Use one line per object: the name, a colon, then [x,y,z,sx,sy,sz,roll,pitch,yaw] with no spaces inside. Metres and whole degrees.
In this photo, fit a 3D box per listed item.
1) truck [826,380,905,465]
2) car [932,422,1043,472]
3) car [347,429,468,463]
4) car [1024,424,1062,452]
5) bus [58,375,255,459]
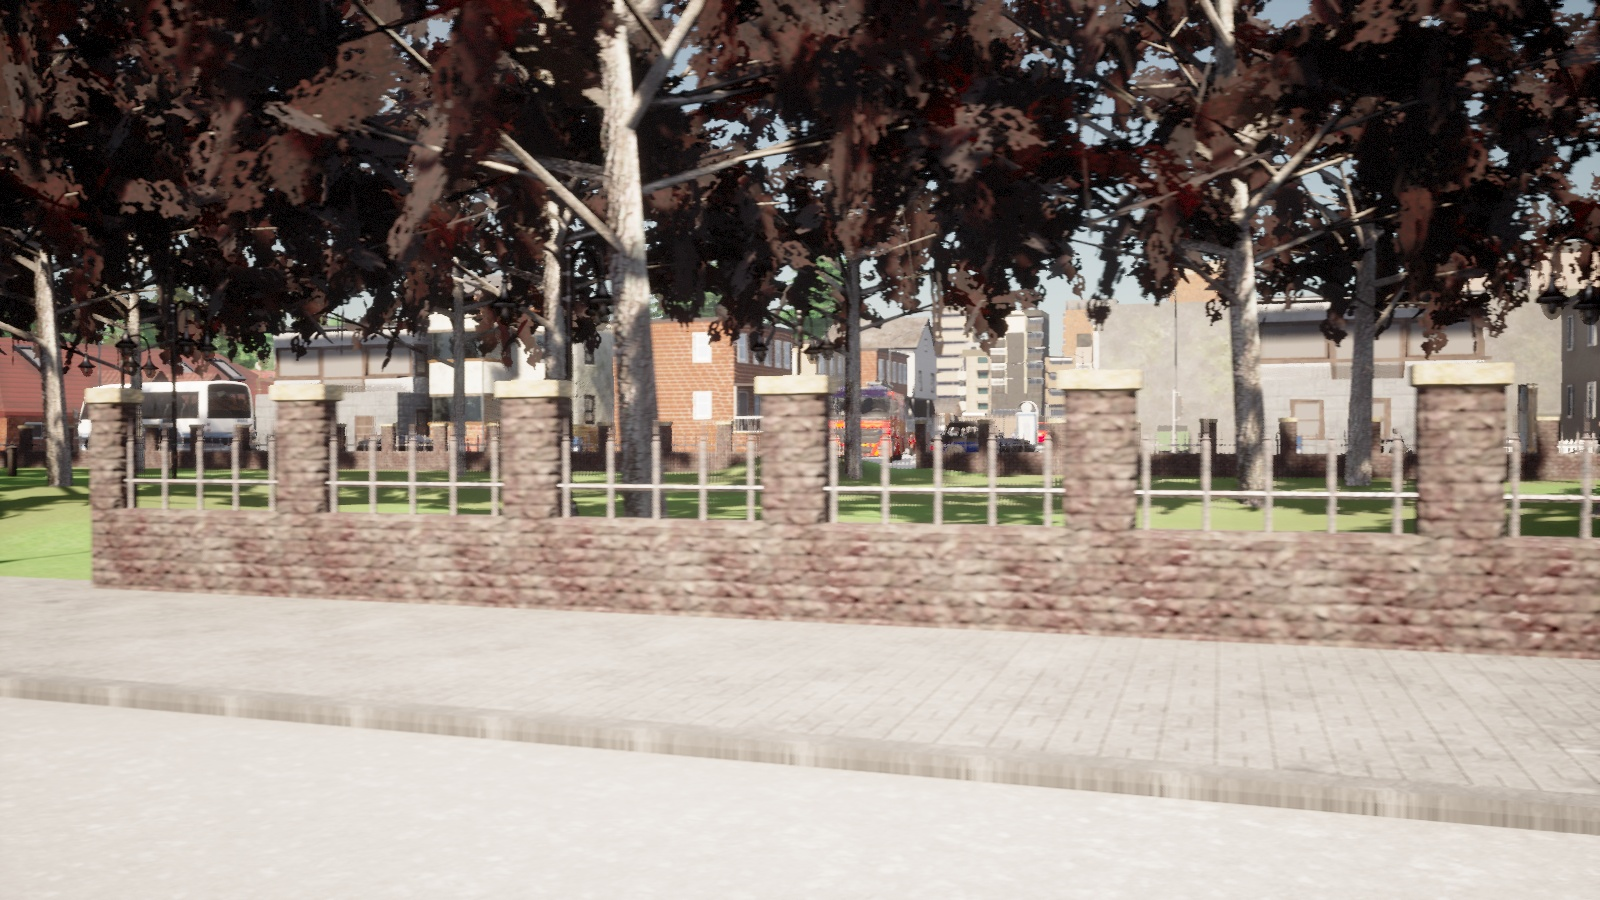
truck: [3.279,-1.297,60.681,2.891,3.827,8.468,0,1,9]
car: [7.337,-0.138,49.229,3.866,1.878,1.905,1,1,30]
car: [-17.964,-0.205,57.499,4.902,1.511,2.128,0,1,16]
car: [18.413,-0.906,94.957,2.150,2.045,5.566,1,1,19]
bus: [-34.868,-1.769,67.959,10.273,4.253,3.944,1,1,24]
